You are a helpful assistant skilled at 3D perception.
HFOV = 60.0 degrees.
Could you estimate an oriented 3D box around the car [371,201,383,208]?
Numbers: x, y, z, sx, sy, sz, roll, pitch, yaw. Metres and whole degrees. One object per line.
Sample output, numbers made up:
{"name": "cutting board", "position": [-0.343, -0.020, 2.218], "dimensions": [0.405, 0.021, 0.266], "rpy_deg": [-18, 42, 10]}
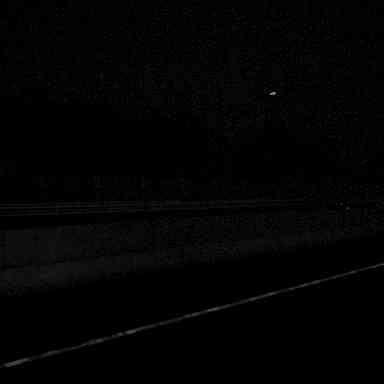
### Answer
{"name": "car", "position": [22.428, 1.438, 37.183], "dimensions": [4.674, 1.442, 1.812], "rpy_deg": [0, 0, -35]}

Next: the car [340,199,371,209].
{"name": "car", "position": [19.604, 1.514, 39.471], "dimensions": [4.718, 1.301, 1.895], "rpy_deg": [0, 0, -35]}
